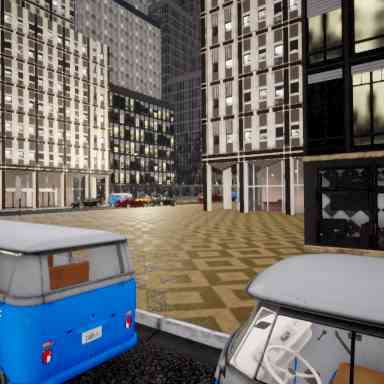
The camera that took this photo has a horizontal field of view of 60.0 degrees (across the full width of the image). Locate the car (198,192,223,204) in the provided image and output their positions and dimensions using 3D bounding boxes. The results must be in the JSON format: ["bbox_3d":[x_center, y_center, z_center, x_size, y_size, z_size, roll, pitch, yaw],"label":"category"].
[{"bbox_3d":[2.939,0.907,52.549,2.192,1.841,5.009,0,0,36],"label":"car"}]

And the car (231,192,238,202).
[{"bbox_3d":[6.276,1.100,57.096,2.008,1.369,4.403,0,0,36],"label":"car"}]

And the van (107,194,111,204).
[{"bbox_3d":[-10.510,1.134,48.382,1.690,1.788,3.998,0,0,36],"label":"van"}]

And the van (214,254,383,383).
[{"bbox_3d":[1.930,1.341,1.510,3.998,1.788,1.690,0,-1,36],"label":"van"}]

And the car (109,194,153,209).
[{"bbox_3d":[-7.064,1.266,38.912,1.887,1.381,4.507,0,0,36],"label":"car"}]

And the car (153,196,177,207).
[{"bbox_3d":[-3.729,1.229,43.458,2.008,1.369,4.403,0,0,36],"label":"car"}]

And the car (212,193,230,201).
[{"bbox_3d":[6.172,1.015,71.122,1.967,1.590,4.097,0,0,36],"label":"car"}]

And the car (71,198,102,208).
[{"bbox_3d":[-13.844,1.402,43.835,1.947,1.339,4.313,0,0,36],"label":"car"}]

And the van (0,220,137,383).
[{"bbox_3d":[-2.607,1.342,4.753,3.998,1.788,1.690,0,-1,36],"label":"van"}]

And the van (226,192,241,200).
[{"bbox_3d":[9.508,0.871,75.669,1.690,1.788,3.998,0,0,36],"label":"van"}]

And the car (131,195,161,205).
[{"bbox_3d":[-7.273,1.277,52.793,1.752,1.417,4.829,0,0,36],"label":"car"}]
